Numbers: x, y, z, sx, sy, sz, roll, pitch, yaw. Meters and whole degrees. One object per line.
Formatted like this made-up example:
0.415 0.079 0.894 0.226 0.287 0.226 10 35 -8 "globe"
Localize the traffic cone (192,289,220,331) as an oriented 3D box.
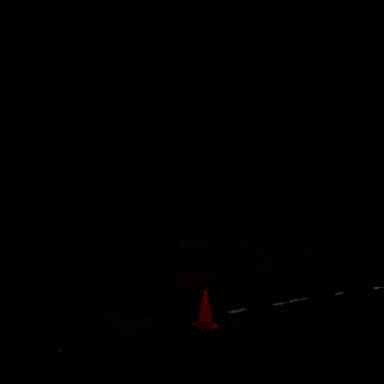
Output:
0.227 1.889 5.439 0.340 0.580 0.340 0 1 -27 "traffic cone"
